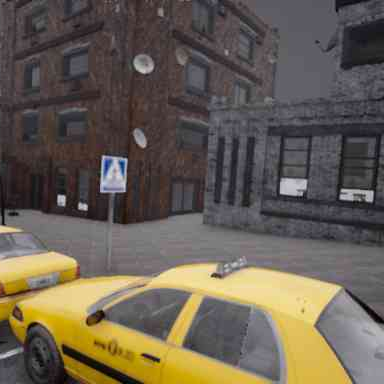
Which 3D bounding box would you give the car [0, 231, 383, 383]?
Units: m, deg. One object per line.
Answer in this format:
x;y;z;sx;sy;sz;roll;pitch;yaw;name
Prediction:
0.132;1.428;3.460;5.366;1.575;1.946;2;1;35;car

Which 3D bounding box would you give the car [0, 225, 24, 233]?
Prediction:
-4.397;1.295;6.622;5.366;1.575;1.946;2;1;35;car
